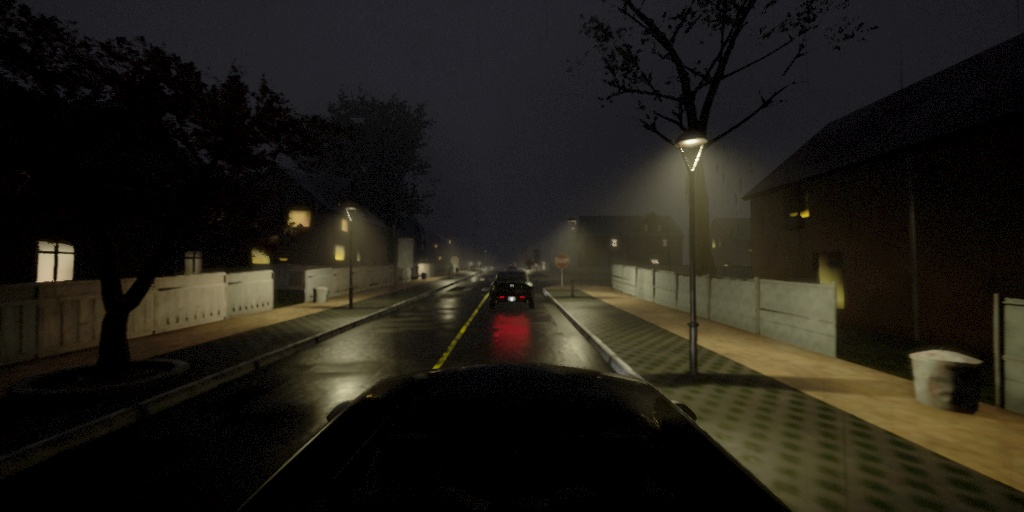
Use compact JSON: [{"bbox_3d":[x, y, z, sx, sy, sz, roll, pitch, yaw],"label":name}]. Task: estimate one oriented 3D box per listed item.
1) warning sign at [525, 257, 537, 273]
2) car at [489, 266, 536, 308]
[{"bbox_3d":[2.510,1.376,50.162,1.300,1.860,1.060,0,0,0],"label":"warning sign"},{"bbox_3d":[0.003,1.402,16.174,1.837,1.490,4.892,0,0,0],"label":"car"}]
